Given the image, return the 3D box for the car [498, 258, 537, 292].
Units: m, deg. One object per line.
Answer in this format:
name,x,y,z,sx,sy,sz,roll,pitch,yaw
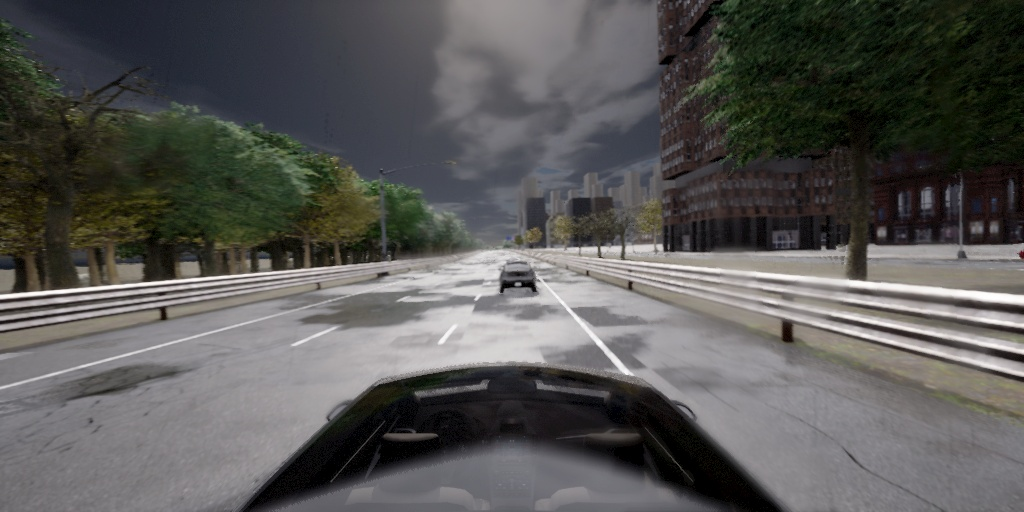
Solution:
car,0.303,1.037,19.287,1.837,1.490,4.892,-2,1,1
